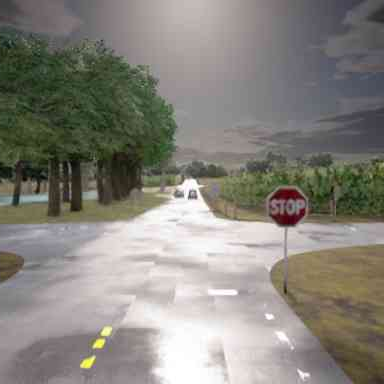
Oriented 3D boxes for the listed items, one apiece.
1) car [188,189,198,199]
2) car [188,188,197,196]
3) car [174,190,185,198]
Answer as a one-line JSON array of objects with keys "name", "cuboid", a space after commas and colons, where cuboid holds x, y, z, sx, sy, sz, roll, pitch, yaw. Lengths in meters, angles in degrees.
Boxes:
[{"name": "car", "cuboid": [0.150, 0.627, 64.014, 1.994, 1.385, 4.181, 0, 2, 0]}, {"name": "car", "cuboid": [0.174, 0.041, 74.000, 1.882, 1.535, 5.008, 0, 2, 0]}, {"name": "car", "cuboid": [-2.590, 0.335, 68.216, 2.097, 1.767, 4.553, 0, 2, 0]}]
